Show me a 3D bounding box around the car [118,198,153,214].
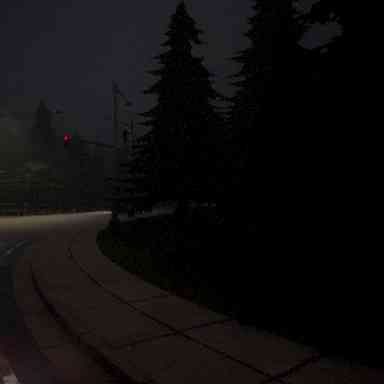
[{"bbox_3d":[-5.936,1.326,34.501,2.097,1.767,4.553,0,0,25],"label":"car"}]
